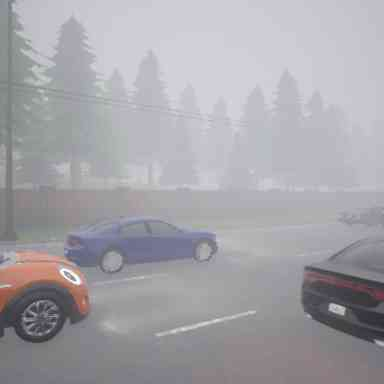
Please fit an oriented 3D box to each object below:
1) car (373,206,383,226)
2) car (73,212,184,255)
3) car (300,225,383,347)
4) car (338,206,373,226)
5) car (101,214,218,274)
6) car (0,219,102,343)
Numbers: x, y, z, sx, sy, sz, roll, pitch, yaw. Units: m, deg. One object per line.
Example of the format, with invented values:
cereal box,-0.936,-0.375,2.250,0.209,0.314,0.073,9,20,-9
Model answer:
car,13.712,1.357,20.121,5.566,2.045,2.150,0,0,-32
car,-2.664,1.631,14.136,4.181,1.385,1.994,0,0,-32
car,4.154,1.518,6.005,5.008,1.535,1.882,0,0,-32
car,12.681,1.698,23.595,5.357,1.411,2.033,0,0,-32
car,-1.468,1.530,10.761,5.008,1.535,1.882,0,0,-32
car,-3.984,1.371,5.099,4.553,1.767,2.097,0,0,-32
